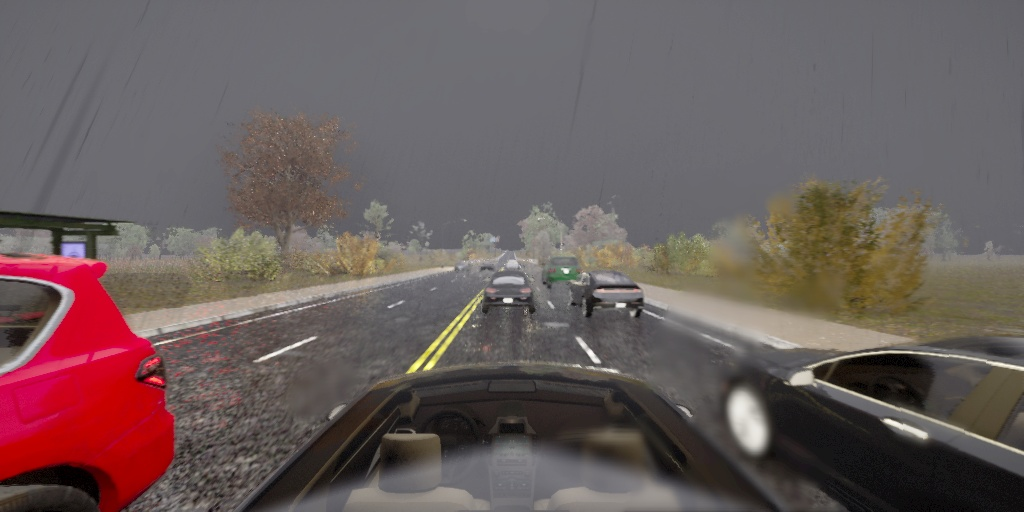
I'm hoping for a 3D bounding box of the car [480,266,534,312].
[{"bbox_3d":[-0.104,1.309,14.204,1.812,1.442,4.674,0,0,1],"label":"car"}]

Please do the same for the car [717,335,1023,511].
[{"bbox_3d":[3.248,1.255,2.130,1.837,1.490,4.892,0,0,0],"label":"car"}]

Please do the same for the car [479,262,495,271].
[{"bbox_3d":[-3.262,1.453,47.977,1.895,1.301,4.718,0,0,0],"label":"car"}]

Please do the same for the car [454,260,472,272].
[{"bbox_3d":[-6.512,1.348,48.033,2.128,1.511,4.902,0,0,0],"label":"car"}]

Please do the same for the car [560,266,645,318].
[{"bbox_3d":[3.246,1.273,13.130,2.128,1.511,4.902,0,0,0],"label":"car"}]

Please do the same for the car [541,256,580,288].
[{"bbox_3d":[3.245,1.028,24.161,2.150,2.045,5.566,0,0,0],"label":"car"}]

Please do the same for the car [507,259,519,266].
[{"bbox_3d":[0.087,1.388,54.223,1.812,1.442,4.674,0,0,0],"label":"car"}]
